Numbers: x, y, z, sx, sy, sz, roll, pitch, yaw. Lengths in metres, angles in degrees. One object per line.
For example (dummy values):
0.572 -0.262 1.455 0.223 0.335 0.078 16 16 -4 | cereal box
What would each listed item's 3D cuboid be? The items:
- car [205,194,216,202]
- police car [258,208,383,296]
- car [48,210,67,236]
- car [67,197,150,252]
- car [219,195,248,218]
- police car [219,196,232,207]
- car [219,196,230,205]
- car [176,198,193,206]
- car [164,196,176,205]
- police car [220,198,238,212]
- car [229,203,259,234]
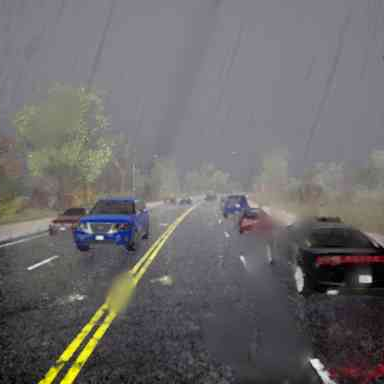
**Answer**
3.816 1.351 73.512 1.837 1.490 4.892 0 0 6 | car
3.312 1.448 8.872 1.930 1.638 5.238 0 0 1 | police car
-6.314 1.560 18.711 1.812 1.442 4.674 0 0 2 | car
-3.172 1.251 14.416 2.150 2.045 5.566 0 0 1 | car
3.946 1.273 30.633 2.150 2.045 5.566 0 0 3 | car
5.264 1.481 52.524 1.930 1.638 5.238 0 0 4 | police car
6.165 1.549 63.304 1.837 1.490 4.892 0 0 5 | car
-1.004 1.621 56.220 1.994 1.385 4.181 0 0 5 | car
-3.912 1.550 60.274 2.128 1.511 4.902 0 0 5 | car
4.516 1.563 41.515 2.038 1.542 4.974 0 0 3 | police car
3.543 1.604 19.684 1.994 1.385 4.181 0 0 2 | car
